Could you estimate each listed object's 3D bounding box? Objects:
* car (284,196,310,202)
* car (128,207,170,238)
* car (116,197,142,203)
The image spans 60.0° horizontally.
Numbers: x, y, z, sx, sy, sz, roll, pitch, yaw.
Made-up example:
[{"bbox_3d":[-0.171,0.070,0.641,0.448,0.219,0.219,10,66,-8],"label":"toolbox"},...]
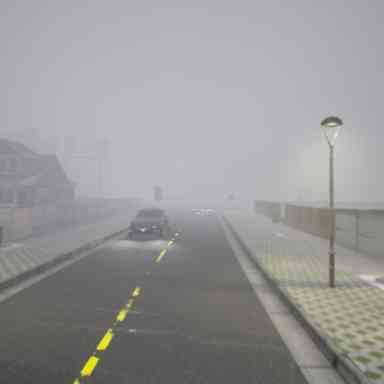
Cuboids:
[{"bbox_3d":[17.182,1.662,52.299,5.566,2.045,2.150,1,0,-1],"label":"car"},{"bbox_3d":[-2.326,1.665,18.971,1.837,1.490,4.892,0,0,3],"label":"car"},{"bbox_3d":[-10.125,1.514,52.666,4.892,1.490,1.837,1,0,3],"label":"car"}]
